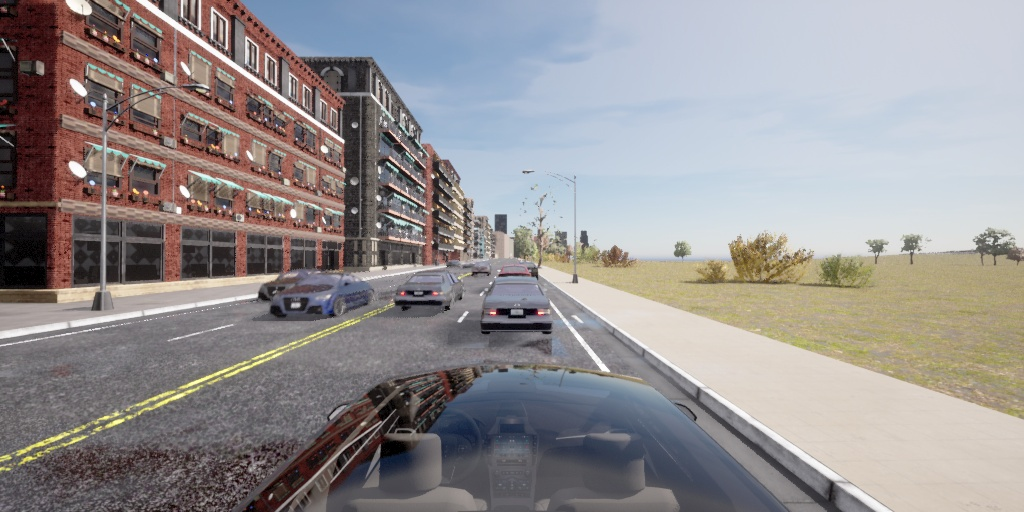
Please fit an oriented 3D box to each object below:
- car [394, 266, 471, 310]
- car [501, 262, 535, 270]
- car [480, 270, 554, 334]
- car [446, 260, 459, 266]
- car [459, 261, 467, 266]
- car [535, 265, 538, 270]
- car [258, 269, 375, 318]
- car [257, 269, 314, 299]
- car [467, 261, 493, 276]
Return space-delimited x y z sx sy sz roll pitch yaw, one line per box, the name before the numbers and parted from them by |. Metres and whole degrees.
car | -3.125 1.299 14.547 2.033 1.411 5.357 0 0 0
car | 0.144 1.231 21.080 1.882 1.535 5.008 0 0 0
car | 0.118 1.299 10.540 2.033 1.411 5.357 0 0 0
car | -9.700 1.317 59.995 1.994 1.385 4.181 0 0 0
car | -6.477 1.354 54.968 1.895 1.301 4.718 0 0 0
car | 1.200 1.232 30.517 1.882 1.535 5.008 0 0 0
car | -6.578 1.316 12.897 1.994 1.385 4.181 0 0 0
car | -9.818 1.316 16.928 1.994 1.385 4.181 0 0 0
car | -3.078 1.302 37.179 2.033 1.411 5.357 0 0 0
